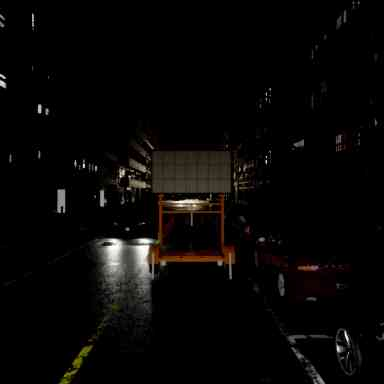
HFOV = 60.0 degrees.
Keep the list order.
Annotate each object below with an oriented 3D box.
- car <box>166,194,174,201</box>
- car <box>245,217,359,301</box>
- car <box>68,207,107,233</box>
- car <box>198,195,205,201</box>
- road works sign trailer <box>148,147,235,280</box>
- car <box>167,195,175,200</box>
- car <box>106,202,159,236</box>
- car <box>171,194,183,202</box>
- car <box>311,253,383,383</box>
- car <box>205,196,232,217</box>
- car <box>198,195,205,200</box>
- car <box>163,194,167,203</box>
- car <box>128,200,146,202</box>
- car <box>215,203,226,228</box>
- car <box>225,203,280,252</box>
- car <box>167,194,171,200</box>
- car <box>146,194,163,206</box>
[{"bbox_3d":[-5.783,1.409,87.054,1.967,1.590,4.097,0,0,0],"label":"car"},{"bbox_3d":[2.684,1.545,8.151,1.887,1.381,4.507,0,0,0],"label":"car"},{"bbox_3d":[-5.709,1.564,19.417,1.947,1.339,4.313,0,0,0],"label":"car"},{"bbox_3d":[2.603,1.497,81.594,1.752,1.417,4.829,0,0,0],"label":"car"},{"bbox_3d":[-0.009,0.464,9.917,2.380,3.560,2.880,0,0,0],"label":"road works sign trailer"},{"bbox_3d":[-5.789,1.510,92.692,1.887,1.381,4.507,0,0,0],"label":"car"},{"bbox_3d":[-3.118,1.524,18.420,1.812,1.442,4.674,0,0,0],"label":"car"},{"bbox_3d":[-3.080,1.329,74.876,2.097,1.767,4.553,0,0,0],"label":"car"},{"bbox_3d":[2.690,1.566,2.514,1.947,1.339,4.313,0,0,0],"label":"car"},{"bbox_3d":[2.661,1.310,30.696,2.192,1.841,5.009,0,0,0],"label":"car"},{"bbox_3d":[2.591,1.510,92.696,1.887,1.381,4.507,0,0,0],"label":"car"},{"bbox_3d":[-5.745,1.302,53.237,2.192,1.841,5.009,0,0,0],"label":"car"},{"bbox_3d":[-5.721,1.521,30.520,1.752,1.417,4.829,0,0,0],"label":"car"},{"bbox_3d":[2.672,1.549,19.423,2.008,1.369,4.403,0,0,0],"label":"car"},{"bbox_3d":[2.678,1.439,13.788,1.967,1.590,4.097,0,0,0],"label":"car"},{"bbox_3d":[-5.776,1.287,81.419,2.192,1.841,5.009,0,0,0],"label":"car"},{"bbox_3d":[-5.740,1.429,47.601,1.967,1.590,4.097,0,0,0],"label":"car"}]
